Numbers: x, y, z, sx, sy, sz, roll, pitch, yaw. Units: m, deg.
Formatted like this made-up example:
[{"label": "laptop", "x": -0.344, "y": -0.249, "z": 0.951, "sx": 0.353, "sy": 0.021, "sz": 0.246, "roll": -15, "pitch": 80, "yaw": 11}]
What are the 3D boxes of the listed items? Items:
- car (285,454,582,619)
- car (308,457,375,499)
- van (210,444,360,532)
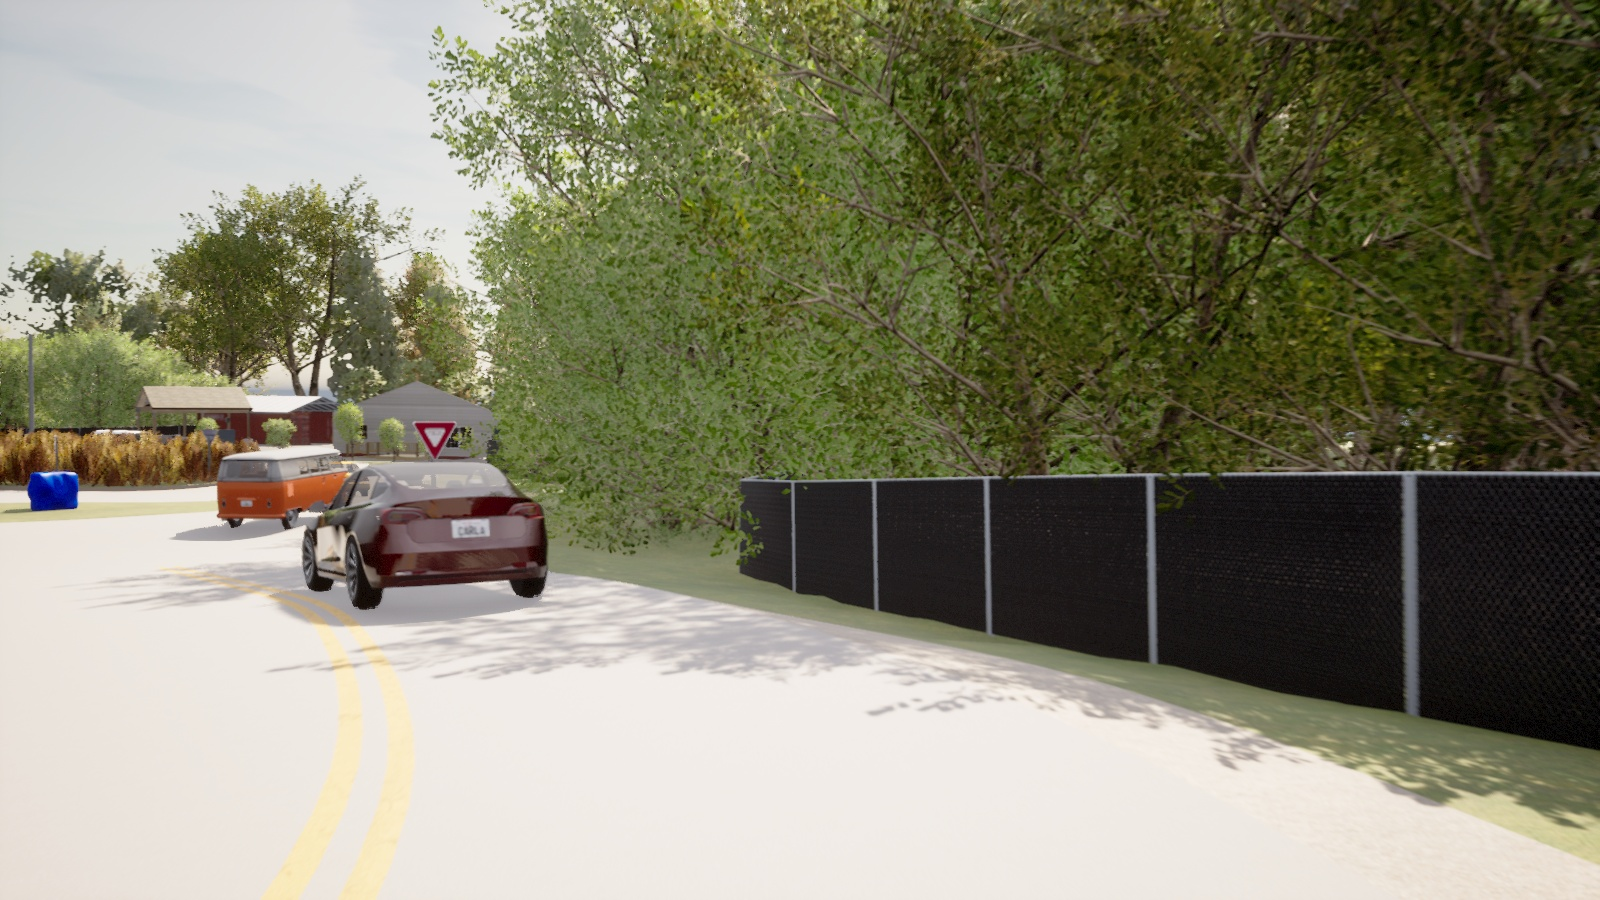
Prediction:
[{"label": "car", "x": -4.334, "y": 0.889, "z": 14.213, "sx": 2.163, "sy": 1.488, "sz": 4.792, "roll": -1, "pitch": -2, "yaw": -29}, {"label": "car", "x": -18.919, "y": 1.095, "z": 51.671, "sx": 1.801, "sy": 1.575, "sz": 5.366, "roll": -1, "pitch": 0, "yaw": -29}, {"label": "van", "x": -13.648, "y": 0.947, "z": 33.600, "sx": 1.775, "sy": 1.987, "sz": 4.442, "roll": 0, "pitch": 3, "yaw": 6}]
